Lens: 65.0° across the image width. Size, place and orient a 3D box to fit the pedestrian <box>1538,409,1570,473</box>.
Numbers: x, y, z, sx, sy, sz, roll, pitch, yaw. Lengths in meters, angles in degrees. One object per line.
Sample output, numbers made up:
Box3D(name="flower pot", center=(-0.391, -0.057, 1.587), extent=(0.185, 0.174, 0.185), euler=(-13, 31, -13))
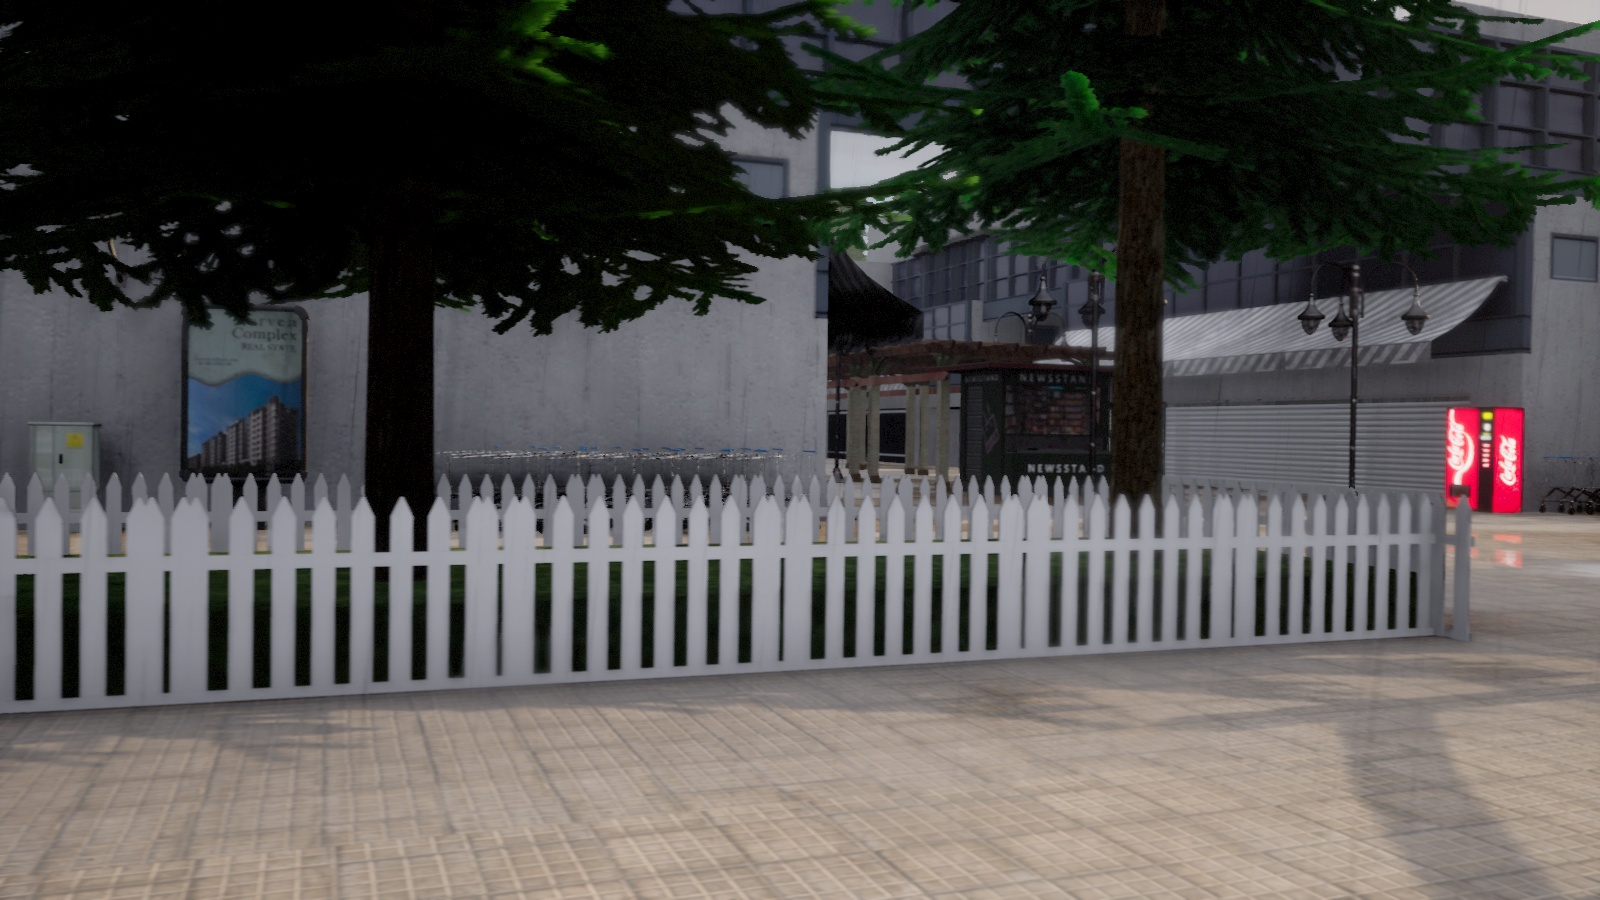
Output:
Box3D(name="pedestrian", center=(23.483, -0.283, 39.104), extent=(0.788, 1.949, 0.423), euler=(0, 1, 22))
